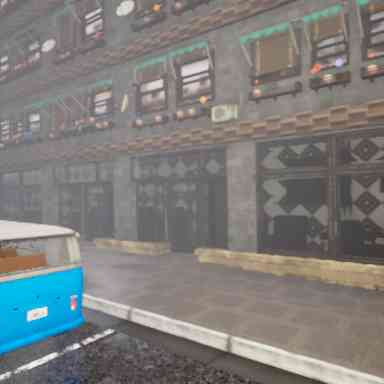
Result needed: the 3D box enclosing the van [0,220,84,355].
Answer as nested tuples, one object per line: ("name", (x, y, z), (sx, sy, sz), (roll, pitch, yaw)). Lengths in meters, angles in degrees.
("van", (-3.512, 1.346, 5.402), (3.998, 1.788, 1.690), (0, -1, 36))
